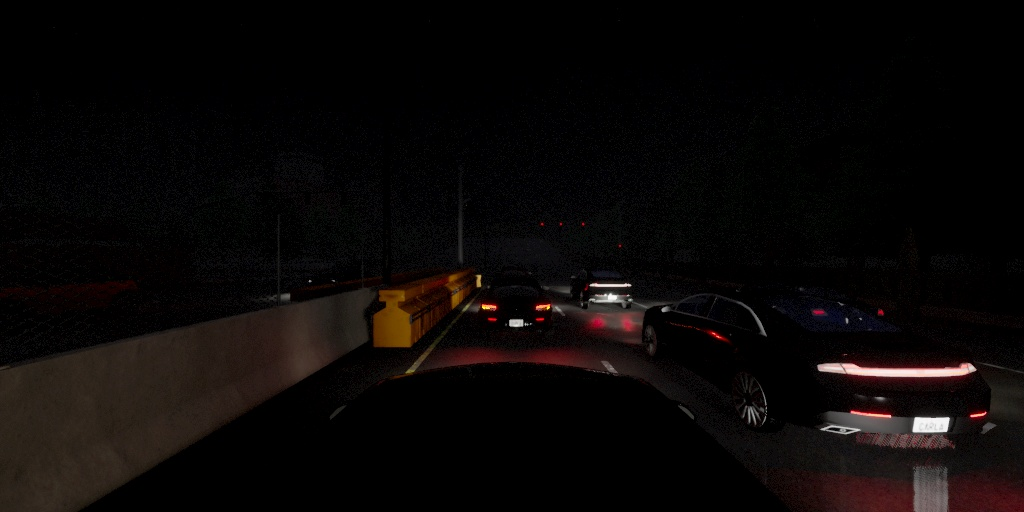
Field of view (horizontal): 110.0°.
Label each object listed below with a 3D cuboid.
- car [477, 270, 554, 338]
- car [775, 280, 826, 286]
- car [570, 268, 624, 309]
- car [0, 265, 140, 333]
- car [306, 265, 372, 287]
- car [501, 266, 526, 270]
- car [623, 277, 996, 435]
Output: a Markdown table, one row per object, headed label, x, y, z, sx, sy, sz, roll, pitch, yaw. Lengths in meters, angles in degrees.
| label | x | y | z | sx | sy | sz | roll | pitch | yaw |
| --- | --- | --- | --- | --- | --- | --- | --- | --- | --- |
| car | 0.087 | 1.276 | 10.013 | 1.812 | 1.442 | 4.674 | 0 | 0 | 0 |
| car | 7.094 | 1.314 | 9.458 | 1.994 | 1.385 | 4.181 | 0 | 0 | 0 |
| car | 3.575 | 1.242 | 14.944 | 2.128 | 1.511 | 4.902 | 0 | 0 | 2 |
| car | -14.094 | 1.102 | 10.575 | 2.097 | 1.767 | 4.553 | 0 | 0 | 0 |
| car | -10.526 | 1.297 | 22.391 | 2.033 | 1.411 | 5.357 | 0 | 0 | 0 |
| car | 0.080 | 1.276 | 19.078 | 1.812 | 1.442 | 4.674 | 0 | 0 | 0 |
| car | 3.600 | 1.242 | 5.515 | 2.128 | 1.511 | 4.902 | 0 | 0 | 0 |
